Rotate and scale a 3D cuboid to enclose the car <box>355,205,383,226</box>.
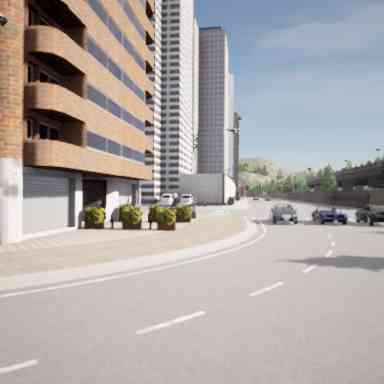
[{"bbox_3d":[14.337,1.788,26.095,1.837,1.490,4.892,0,0,9],"label":"car"}]

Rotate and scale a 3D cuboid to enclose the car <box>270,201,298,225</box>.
[{"bbox_3d":[7.344,1.735,26.800,2.128,1.511,4.902,0,-1,10],"label":"car"}]

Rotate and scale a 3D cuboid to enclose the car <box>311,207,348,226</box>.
[{"bbox_3d":[10.835,1.861,26.427,1.895,1.301,4.718,0,0,9],"label":"car"}]
